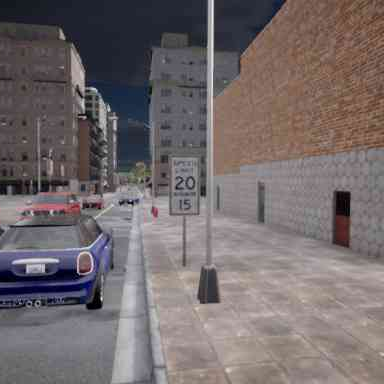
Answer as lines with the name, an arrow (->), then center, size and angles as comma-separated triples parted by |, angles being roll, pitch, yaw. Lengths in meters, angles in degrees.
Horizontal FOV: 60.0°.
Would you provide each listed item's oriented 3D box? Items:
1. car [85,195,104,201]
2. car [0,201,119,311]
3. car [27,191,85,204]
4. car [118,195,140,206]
car -> -10.314, 1.050, 34.946 | 1.882, 1.535, 5.008 | 0, 0, -9
car -> -2.966, 1.277, 7.665 | 2.097, 1.767, 4.553 | 0, 1, -9
car -> -7.664, 1.005, 18.562 | 2.150, 2.045, 5.566 | 0, 1, -9
car -> -7.963, 1.080, 42.620 | 1.895, 1.301, 4.718 | 1, 1, 2
